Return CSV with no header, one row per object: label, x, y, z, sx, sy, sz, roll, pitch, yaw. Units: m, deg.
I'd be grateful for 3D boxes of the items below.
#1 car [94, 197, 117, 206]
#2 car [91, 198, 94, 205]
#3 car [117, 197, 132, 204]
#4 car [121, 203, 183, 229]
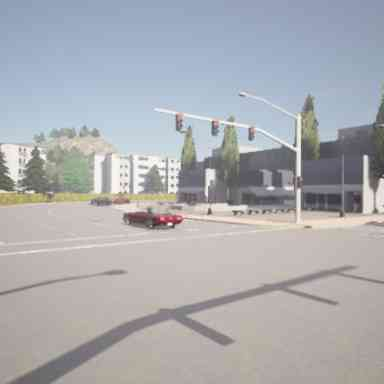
car,-14.620,1.651,56.198,1.837,1.490,4.892,0,0,-1
car,-17.781,1.685,63.884,1.812,1.442,4.674,0,0,10
car,-13.690,1.755,66.189,1.994,1.385,4.181,0,0,17
car,-2.743,1.674,22.109,1.895,1.301,4.718,1,0,-39
